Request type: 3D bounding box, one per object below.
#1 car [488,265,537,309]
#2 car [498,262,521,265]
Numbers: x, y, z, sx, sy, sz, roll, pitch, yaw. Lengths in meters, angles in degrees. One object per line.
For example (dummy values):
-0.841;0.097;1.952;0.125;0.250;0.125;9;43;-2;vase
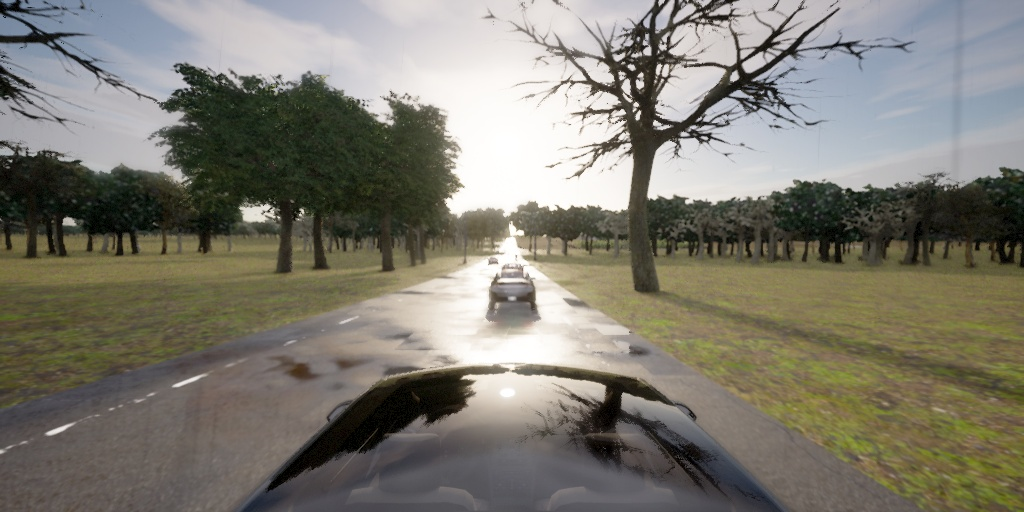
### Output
0.035;1.320;15.335;2.128;1.511;4.902;0;0;1;car
0.058;1.269;31.047;1.882;1.535;5.008;0;1;1;car
